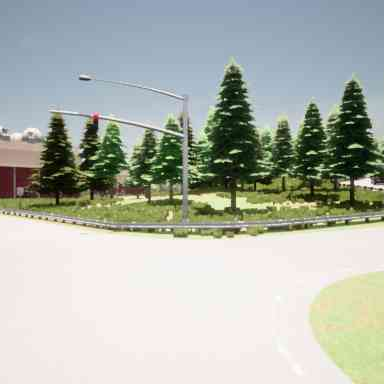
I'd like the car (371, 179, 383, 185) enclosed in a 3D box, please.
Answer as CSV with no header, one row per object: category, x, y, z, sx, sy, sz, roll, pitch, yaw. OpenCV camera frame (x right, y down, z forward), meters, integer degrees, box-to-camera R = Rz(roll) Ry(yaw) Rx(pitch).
car,29.010,-1.912,51.528,1.837,1.490,4.892,0,5,21
